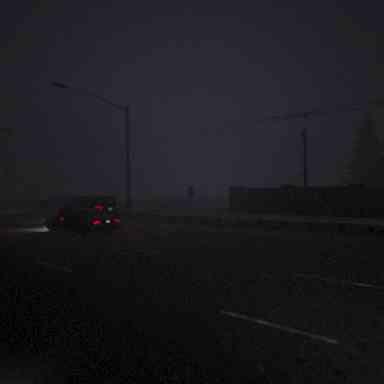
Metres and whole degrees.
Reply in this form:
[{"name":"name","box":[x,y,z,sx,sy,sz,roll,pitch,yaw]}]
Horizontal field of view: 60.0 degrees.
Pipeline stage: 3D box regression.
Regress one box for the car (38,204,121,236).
[{"name":"car","box":[-6.304,1.610,18.921,5.357,1.411,2.033,-1,0,40]}]

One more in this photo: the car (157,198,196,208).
[{"name":"car","box":[-2.125,1.562,46.634,5.357,1.411,2.033,-1,0,-23]}]

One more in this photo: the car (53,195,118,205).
[{"name":"car","box":[-7.686,1.298,24.630,5.566,2.045,2.150,-1,0,40]}]

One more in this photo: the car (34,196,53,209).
[{"name":"car","box":[-17.144,1.399,42.687,5.566,2.045,2.150,-1,0,-3]}]
